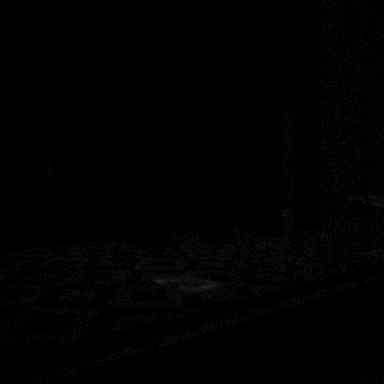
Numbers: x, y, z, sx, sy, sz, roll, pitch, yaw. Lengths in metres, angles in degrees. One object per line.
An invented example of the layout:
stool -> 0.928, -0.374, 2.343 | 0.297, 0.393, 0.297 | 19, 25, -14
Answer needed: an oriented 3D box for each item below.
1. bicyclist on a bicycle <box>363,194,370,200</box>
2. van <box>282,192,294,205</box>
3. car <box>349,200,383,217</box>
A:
bicyclist on a bicycle -> 20.878, 1.028, 39.656 | 1.656, 1.620, 0.582 | 0, 1, -36
van -> 12.289, 0.928, 46.600 | 1.690, 1.788, 3.998 | 1, 0, -36
car -> 14.856, 1.365, 28.326 | 2.008, 1.369, 4.403 | 1, 0, -36
